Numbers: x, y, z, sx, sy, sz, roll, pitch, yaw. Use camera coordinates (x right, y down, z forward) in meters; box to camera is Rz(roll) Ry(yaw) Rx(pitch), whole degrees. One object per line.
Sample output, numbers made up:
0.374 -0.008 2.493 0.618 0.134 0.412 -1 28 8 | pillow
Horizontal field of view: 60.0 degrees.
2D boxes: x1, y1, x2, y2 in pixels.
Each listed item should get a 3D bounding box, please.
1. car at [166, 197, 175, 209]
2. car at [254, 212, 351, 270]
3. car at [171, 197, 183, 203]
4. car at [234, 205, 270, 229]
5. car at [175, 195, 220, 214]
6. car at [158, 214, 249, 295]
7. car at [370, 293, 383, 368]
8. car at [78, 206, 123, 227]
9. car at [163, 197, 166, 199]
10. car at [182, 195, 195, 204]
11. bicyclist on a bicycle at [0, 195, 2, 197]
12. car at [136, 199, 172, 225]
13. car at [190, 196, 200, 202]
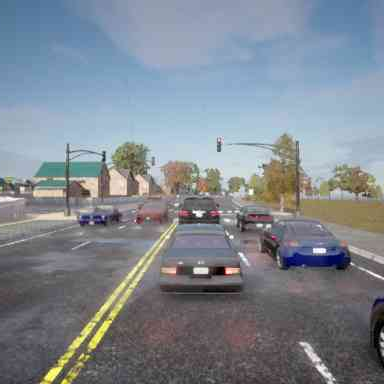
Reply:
-1.886 1.560 46.230 2.128 1.511 4.902 0 0 4 | car
3.503 1.570 11.068 1.994 1.385 4.181 0 0 1 | car
-3.265 1.698 71.824 1.994 1.385 4.181 0 0 5 | car
3.693 1.520 19.961 1.837 1.490 4.892 0 0 3 | car
0.425 1.237 19.106 2.150 2.045 5.566 0 0 1 | car
0.206 1.553 8.859 2.033 1.411 5.357 0 0 1 | car
3.385 1.353 2.548 2.097 1.767 4.553 0 0 0 | car
-6.169 1.625 22.843 1.895 1.301 4.718 0 0 2 | car
-4.415 1.647 57.807 2.033 1.411 5.357 0 0 4 | car
-0.565 1.469 65.313 2.097 1.767 4.553 0 0 5 | car
-23.939 1.036 41.330 0.582 1.620 1.656 1 -1 16 | bicyclist on a bicycle
-2.853 1.503 24.778 1.882 1.535 5.008 0 0 2 | car
0.776 1.751 80.544 1.895 1.301 4.718 0 0 5 | car
